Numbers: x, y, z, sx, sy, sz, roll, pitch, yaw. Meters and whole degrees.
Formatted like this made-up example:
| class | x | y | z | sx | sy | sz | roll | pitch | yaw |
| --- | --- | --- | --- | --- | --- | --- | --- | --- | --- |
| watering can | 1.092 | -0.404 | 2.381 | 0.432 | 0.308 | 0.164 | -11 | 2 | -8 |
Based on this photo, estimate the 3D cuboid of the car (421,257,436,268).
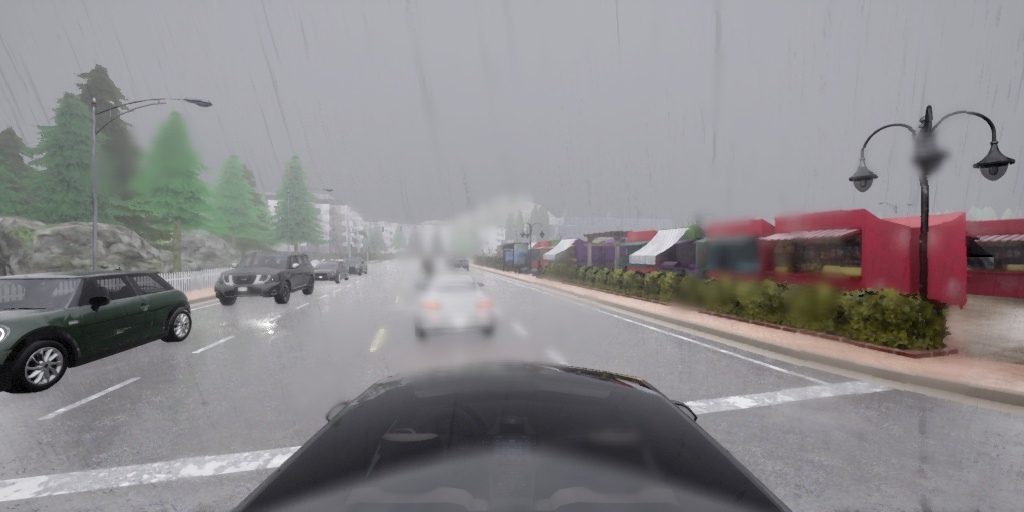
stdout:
| class | x | y | z | sx | sy | sz | roll | pitch | yaw |
| --- | --- | --- | --- | --- | --- | --- | --- | --- | --- |
| car | -11.830 | 0.904 | 50.835 | 1.837 | 1.490 | 4.892 | 0 | 0 | -14 |

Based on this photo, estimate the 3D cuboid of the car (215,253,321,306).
| class | x | y | z | sx | sy | sz | roll | pitch | yaw |
| --- | --- | --- | --- | --- | --- | --- | --- | --- | --- |
| car | -10.458 | 0.876 | 15.755 | 2.150 | 2.045 | 5.566 | 0 | 0 | -14 |

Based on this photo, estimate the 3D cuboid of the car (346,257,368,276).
| class | x | y | z | sx | sy | sz | roll | pitch | yaw |
| --- | --- | --- | --- | --- | --- | --- | --- | --- | --- |
| car | -14.827 | 0.878 | 33.313 | 2.097 | 1.767 | 4.553 | 0 | 0 | -14 |

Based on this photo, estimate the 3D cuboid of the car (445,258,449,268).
| class | x | y | z | sx | sy | sz | roll | pitch | yaw |
| --- | --- | --- | --- | --- | --- | --- | --- | --- | --- |
| car | -8.441 | 0.873 | 51.392 | 1.882 | 1.535 | 5.008 | 0 | 0 | -14 |

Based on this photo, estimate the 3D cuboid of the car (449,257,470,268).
| class | x | y | z | sx | sy | sz | roll | pitch | yaw |
| --- | --- | --- | --- | --- | --- | --- | --- | --- | --- |
| car | -6.079 | 0.967 | 42.357 | 1.837 | 1.490 | 4.892 | 0 | 0 | -14 |

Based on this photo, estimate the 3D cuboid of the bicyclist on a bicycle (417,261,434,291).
| class | x | y | z | sx | sy | sz | roll | pitch | yaw |
| --- | --- | --- | --- | --- | --- | --- | --- | --- | --- |
| bicyclist on a bicycle | -4.683 | 1.079 | 19.768 | 0.582 | 1.620 | 1.656 | 0 | 1 | 24 |

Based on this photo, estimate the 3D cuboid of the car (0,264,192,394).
| class | x | y | z | sx | sy | sz | roll | pitch | yaw |
| --- | --- | --- | --- | --- | --- | --- | --- | --- | --- |
| car | -8.133 | 1.076 | 6.352 | 2.097 | 1.767 | 4.553 | 0 | 0 | -13 |

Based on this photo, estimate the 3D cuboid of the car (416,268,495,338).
| class | x | y | z | sx | sy | sz | roll | pitch | yaw |
| --- | --- | --- | --- | --- | --- | --- | --- | --- | --- |
| car | -1.660 | 1.224 | 9.975 | 1.812 | 1.442 | 4.674 | 0 | 0 | -13 |

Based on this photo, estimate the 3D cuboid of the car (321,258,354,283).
| class | x | y | z | sx | sy | sz | roll | pitch | yaw |
| --- | --- | --- | --- | --- | --- | --- | --- | --- | --- |
| car | -12.852 | 1.089 | 25.352 | 1.837 | 1.490 | 4.892 | 0 | 0 | -14 |
